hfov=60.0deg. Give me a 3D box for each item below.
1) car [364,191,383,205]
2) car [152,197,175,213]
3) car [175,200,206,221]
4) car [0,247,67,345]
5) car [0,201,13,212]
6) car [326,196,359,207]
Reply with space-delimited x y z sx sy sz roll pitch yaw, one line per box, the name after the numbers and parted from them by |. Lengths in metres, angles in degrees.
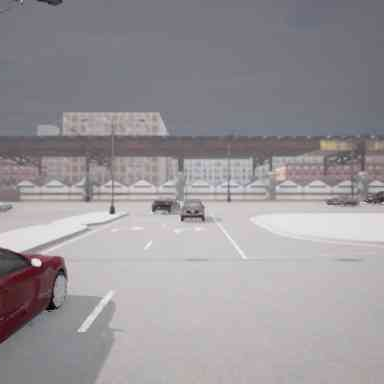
28.579 0.889 49.426 5.566 2.045 2.150 0 -1 -6 | car
-2.498 1.268 33.393 2.128 1.511 4.902 0 0 13 | car
0.095 1.378 25.225 2.033 1.411 5.357 0 0 1 | car
-3.400 1.446 4.618 1.882 1.535 5.008 0 0 0 | car
-20.803 1.299 33.950 4.674 1.442 1.812 0 0 0 | car
20.076 1.267 44.413 4.181 1.385 1.994 0 0 -20 | car
